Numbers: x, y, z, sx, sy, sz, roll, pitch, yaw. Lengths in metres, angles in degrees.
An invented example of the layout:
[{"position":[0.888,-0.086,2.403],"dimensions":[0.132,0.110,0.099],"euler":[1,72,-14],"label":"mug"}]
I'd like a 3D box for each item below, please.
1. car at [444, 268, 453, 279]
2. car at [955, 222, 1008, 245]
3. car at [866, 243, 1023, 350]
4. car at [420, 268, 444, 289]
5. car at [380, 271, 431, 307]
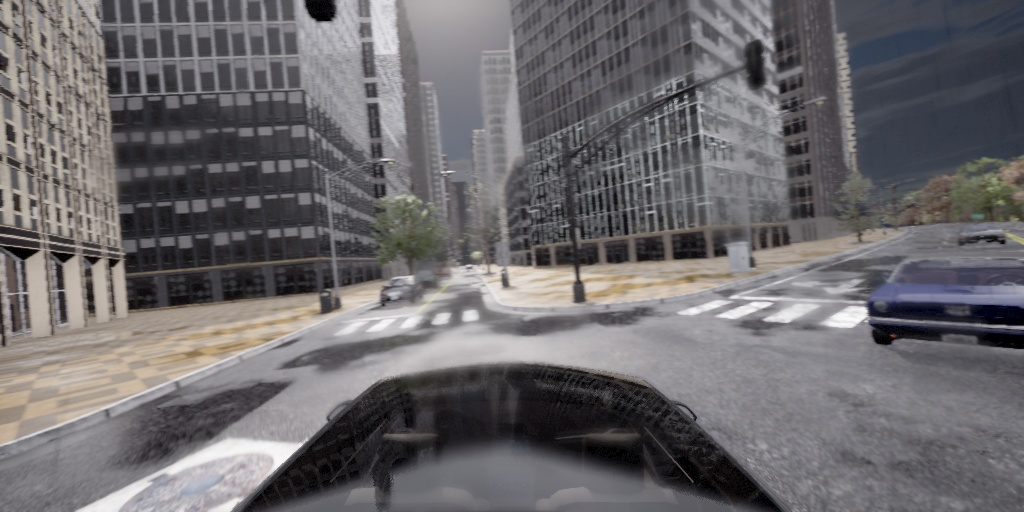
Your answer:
[{"position":[-9.547,2.436,50.909],"dimensions":[1.882,1.535,5.008],"euler":[-5,-1,-6],"label":"car"},{"position":[30.299,-1.424,23.196],"dimensions":[5.357,1.411,2.033],"euler":[-5,0,-38],"label":"car"},{"position":[7.681,0.643,6.067],"dimensions":[4.718,1.301,1.895],"euler":[-5,0,-36],"label":"car"},{"position":[-7.484,1.981,31.303],"dimensions":[2.097,1.767,4.553],"euler":[-5,0,-6],"label":"car"},{"position":[-6.353,1.950,21.051],"dimensions":[2.128,1.511,4.902],"euler":[-5,0,-6],"label":"car"}]
